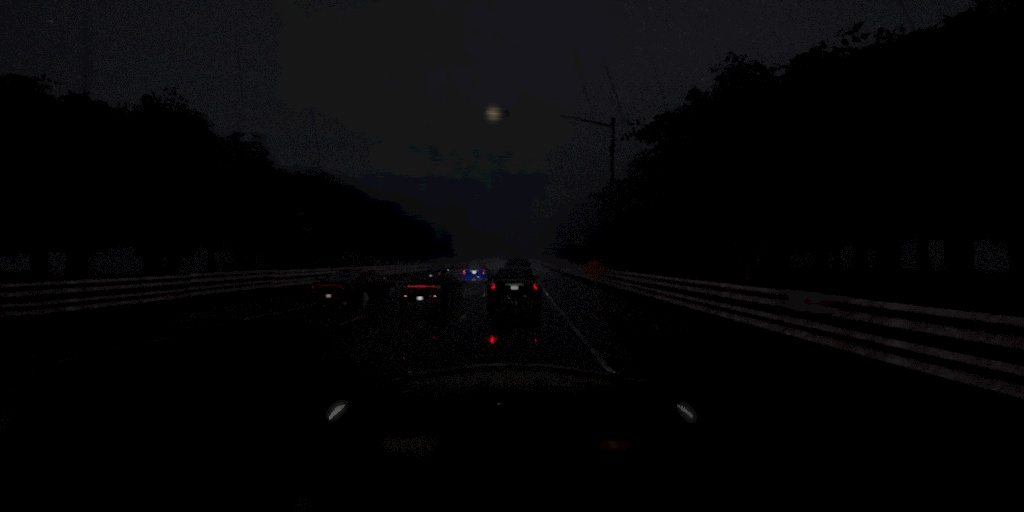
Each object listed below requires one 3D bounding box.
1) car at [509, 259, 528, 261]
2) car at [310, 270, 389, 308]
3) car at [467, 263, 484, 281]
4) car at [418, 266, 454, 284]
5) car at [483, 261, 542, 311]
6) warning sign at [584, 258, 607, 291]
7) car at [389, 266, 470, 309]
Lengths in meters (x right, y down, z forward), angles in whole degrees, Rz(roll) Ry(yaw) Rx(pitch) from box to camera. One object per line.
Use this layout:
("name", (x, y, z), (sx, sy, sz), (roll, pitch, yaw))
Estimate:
("car", (0.568, 1.233, 30.284), (2.150, 2.045, 5.566), (0, 0, 2))
("car", (-6.855, 1.362, 15.993), (1.882, 1.535, 5.008), (0, 0, 1))
("car", (-2.928, 1.366, 30.440), (2.097, 1.767, 4.553), (0, -1, 2))
("car", (-6.418, 1.582, 30.746), (1.994, 1.385, 4.181), (0, 0, 2))
("car", (0.131, 1.231, 15.439), (2.097, 1.767, 4.553), (0, -1, 1))
("warning sign", (4.804, 1.046, 20.558), (1.300, 1.860, 1.060), (0, 0, 2))
("car", (-3.362, 1.375, 15.736), (2.128, 1.511, 4.902), (0, 0, 1))
